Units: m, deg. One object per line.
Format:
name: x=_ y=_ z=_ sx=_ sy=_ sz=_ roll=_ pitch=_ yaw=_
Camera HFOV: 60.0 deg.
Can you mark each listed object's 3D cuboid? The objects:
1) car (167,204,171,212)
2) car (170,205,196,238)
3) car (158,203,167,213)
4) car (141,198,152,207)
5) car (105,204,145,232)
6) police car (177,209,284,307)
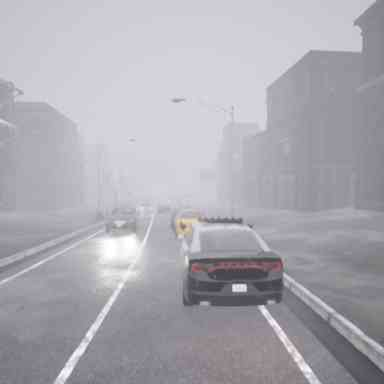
car: x=-0.642 y=1.761 z=24.190 sx=1.882 sy=1.535 sz=5.008 roll=0 pitch=-2 yaw=-6
car: x=-0.074 y=1.597 z=18.372 sx=1.801 sy=1.575 sz=5.366 roll=0 pitch=-1 yaw=-5
car: x=-3.803 y=2.265 z=47.033 sx=1.895 sy=1.301 sz=4.718 roll=0 pitch=0 yaw=-5
car: x=-8.392 y=1.964 z=61.950 sx=1.837 sy=1.490 sz=4.892 roll=0 pitch=2 yaw=-5
car: x=-4.418 y=1.728 z=21.639 sx=2.128 sy=1.511 sz=4.902 roll=0 pitch=-1 yaw=-5
police car: x=0.676 y=1.432 z=8.196 sx=1.930 sy=1.638 sz=5.238 roll=0 pitch=0 yaw=-3
